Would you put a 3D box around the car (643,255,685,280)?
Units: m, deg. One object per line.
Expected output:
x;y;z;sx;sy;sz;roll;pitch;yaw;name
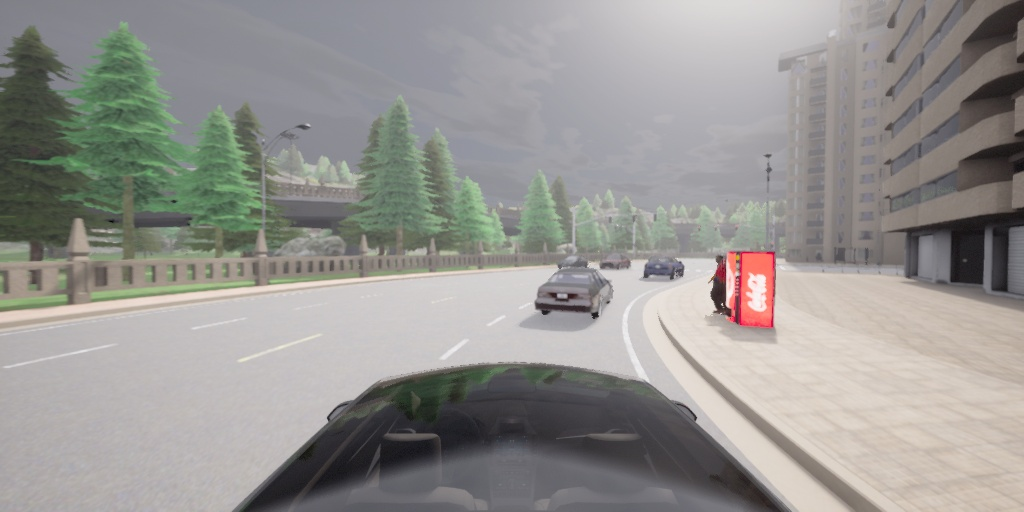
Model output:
11.444;0.738;26.832;2.097;1.767;4.553;1;1;36;car

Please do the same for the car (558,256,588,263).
6.585;0.680;38.254;1.812;1.442;4.674;1;1;37;car

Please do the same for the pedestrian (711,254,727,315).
6.041;0.781;10.305;0.375;1.860;0.375;1;1;20;pedestrian

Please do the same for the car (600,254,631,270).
11.091;0.586;38.434;2.097;1.767;4.553;1;1;36;car

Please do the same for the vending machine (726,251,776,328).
6.251;0.851;9.460;1.100;2.100;0.880;0;0;18;vending machine

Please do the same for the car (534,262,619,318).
2.310;1.126;12.366;2.033;1.411;5.357;1;1;21;car
